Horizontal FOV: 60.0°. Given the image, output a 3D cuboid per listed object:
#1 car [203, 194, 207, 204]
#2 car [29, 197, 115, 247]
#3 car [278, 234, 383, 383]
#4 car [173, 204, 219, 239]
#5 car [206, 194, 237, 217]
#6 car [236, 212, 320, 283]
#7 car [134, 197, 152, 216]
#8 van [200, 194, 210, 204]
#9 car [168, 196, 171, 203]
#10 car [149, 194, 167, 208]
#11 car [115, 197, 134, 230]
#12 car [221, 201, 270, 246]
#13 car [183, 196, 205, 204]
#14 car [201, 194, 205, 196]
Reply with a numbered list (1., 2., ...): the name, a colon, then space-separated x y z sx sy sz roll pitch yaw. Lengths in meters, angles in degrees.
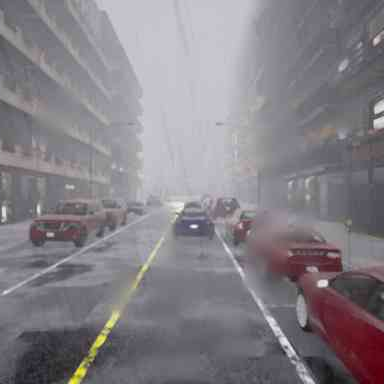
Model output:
1. car: 2.524 1.371 37.046 1.967 1.590 4.097 1 0 0
2. car: -5.302 1.279 14.975 2.192 1.841 5.009 1 0 0
3. car: 2.581 1.535 3.860 1.887 1.381 4.507 1 0 0
4. car: 0.088 1.524 16.997 1.994 1.385 4.181 0 0 0
5. car: 2.536 1.259 25.982 2.192 1.841 5.009 1 0 0
6. car: 2.577 1.521 9.389 1.887 1.381 4.507 1 0 0
7. car: -5.320 1.501 31.568 1.947 1.339 4.313 1 0 0
8. van: 2.505 1.272 64.703 1.690 1.788 3.998 1 0 0
9. car: -5.350 1.518 70.283 1.802 1.307 4.206 1 0 0
10. car: -5.327 1.239 48.158 2.192 1.841 5.009 1 0 0
11. car: -5.306 1.268 20.505 2.192 1.841 5.009 1 0 0
12. car: 2.583 1.405 14.921 1.967 1.590 4.097 1 0 0
13. car: 0.077 1.458 34.573 1.812 1.442 4.674 0 0 0
14. car: 2.510 1.242 59.171 2.192 1.841 5.009 1 0 0
